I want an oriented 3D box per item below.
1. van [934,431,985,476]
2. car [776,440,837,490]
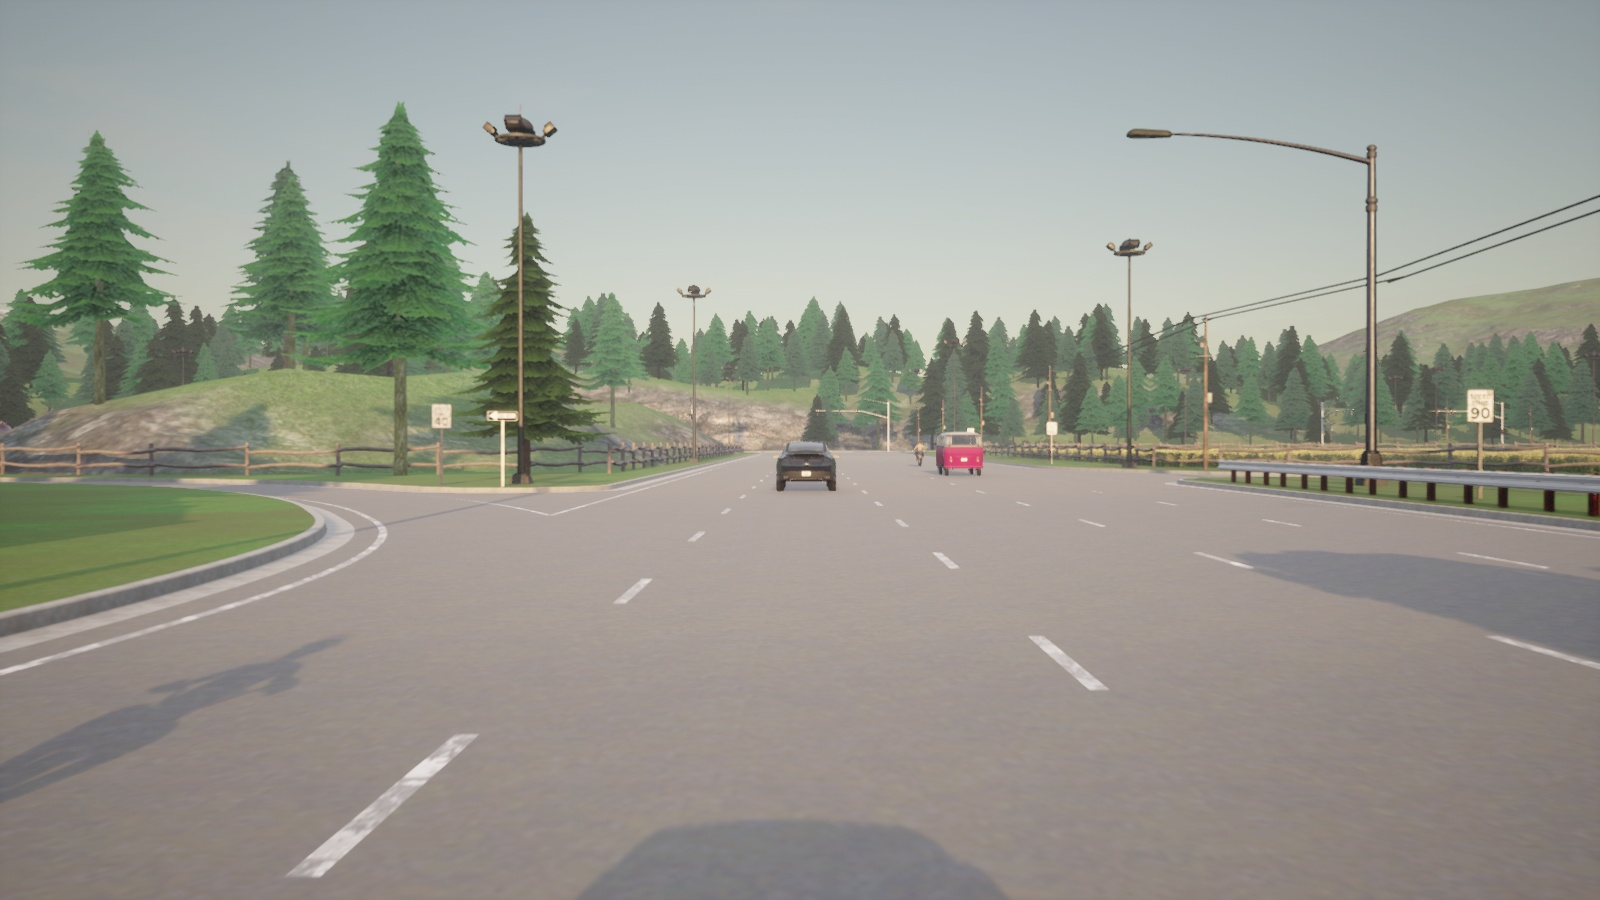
[{"bbox_3d":[7.283,0.152,57.615,1.775,1.987,4.442,0,0,0],"label":"van"},{"bbox_3d":[0.203,0.501,40.069,1.837,1.490,4.892,0,-1,0],"label":"car"}]
